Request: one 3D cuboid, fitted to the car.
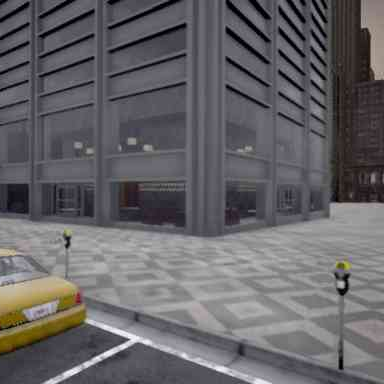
[{"bbox_3d":[-3.849,1.515,5.704,4.829,1.417,1.752,0,0,35],"label":"car"}]
